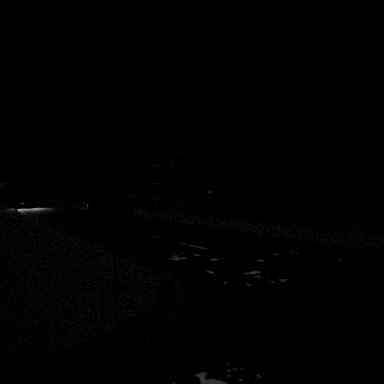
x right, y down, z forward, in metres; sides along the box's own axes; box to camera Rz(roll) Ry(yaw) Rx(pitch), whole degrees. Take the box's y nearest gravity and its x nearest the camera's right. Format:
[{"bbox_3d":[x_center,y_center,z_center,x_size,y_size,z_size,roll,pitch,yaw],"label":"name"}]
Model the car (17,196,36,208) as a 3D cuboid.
[{"bbox_3d":[-22.032,1.326,44.166,1.837,1.490,4.892,-2,2,-34],"label":"car"}]
